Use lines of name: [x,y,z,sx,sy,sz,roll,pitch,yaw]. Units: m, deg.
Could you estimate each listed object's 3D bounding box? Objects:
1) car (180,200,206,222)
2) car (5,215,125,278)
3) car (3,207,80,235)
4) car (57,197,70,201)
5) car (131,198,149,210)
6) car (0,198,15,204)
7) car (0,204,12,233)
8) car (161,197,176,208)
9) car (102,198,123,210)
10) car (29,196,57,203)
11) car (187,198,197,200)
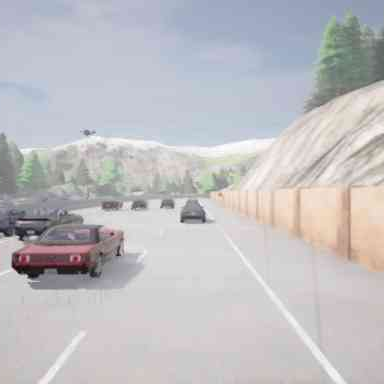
car: [0.086,1.575,26.796,1.994,1.385,4.181,0,0,0]
car: [-3.363,1.615,10.133,1.895,1.301,4.718,0,0,0]
car: [-6.906,1.518,16.673,2.128,1.511,4.902,0,0,0]
car: [-24.520,1.684,62.849,1.837,1.490,4.892,0,0,0]
car: [-6.917,1.543,44.813,1.837,1.490,4.892,0,0,0]
car: [-31.523,1.701,55.320,1.895,1.301,4.718,0,0,0]
car: [-10.409,1.601,18.820,1.994,1.385,4.181,0,0,0]
car: [-3.415,1.534,47.921,1.837,1.490,4.892,0,0,0]
car: [-10.416,1.526,43.750,1.882,1.535,5.008,0,0,0]
car: [-21.005,1.627,46.050,2.033,1.411,5.357,0,0,-2]
car: [0.087,1.586,50.509,1.994,1.385,4.181,0,0,0]
